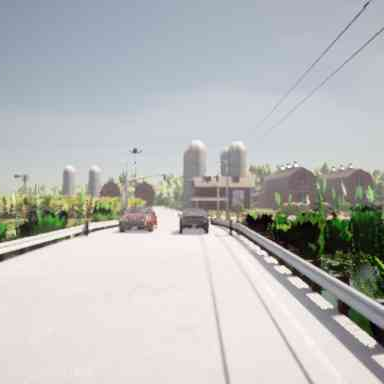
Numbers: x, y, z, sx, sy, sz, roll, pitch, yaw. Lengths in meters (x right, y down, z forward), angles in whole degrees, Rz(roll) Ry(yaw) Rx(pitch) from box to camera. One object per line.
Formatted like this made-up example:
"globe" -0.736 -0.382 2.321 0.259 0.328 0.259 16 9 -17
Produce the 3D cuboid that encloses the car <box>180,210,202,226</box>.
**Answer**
"car" -0.169 2.491 31.651 1.812 1.442 4.674 0 -5 -3

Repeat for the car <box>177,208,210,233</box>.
"car" 0.097 1.821 21.473 1.837 1.490 4.892 0 -3 -1

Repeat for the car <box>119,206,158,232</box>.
"car" -3.471 1.707 22.227 2.097 1.767 4.553 0 -3 -1
